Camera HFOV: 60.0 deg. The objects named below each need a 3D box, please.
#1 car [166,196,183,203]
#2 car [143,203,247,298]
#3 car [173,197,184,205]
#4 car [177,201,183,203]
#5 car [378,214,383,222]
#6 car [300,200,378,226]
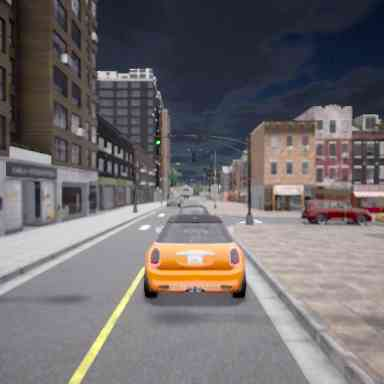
[{"bbox_3d":[-2.821,1.474,52.050,2.097,1.767,4.553,0,0,0],"label":"car"},{"bbox_3d":[0.070,1.323,8.589,2.097,1.767,4.553,0,0,0],"label":"car"},{"bbox_3d":[-2.744,1.840,68.364,2.033,1.411,5.357,0,-1,0],"label":"car"},{"bbox_3d":[0.148,1.472,18.355,1.837,1.490,4.892,0,0,4],"label":"car"},{"bbox_3d":[16.528,1.879,25.195,4.829,1.417,1.752,1,-1,0],"label":"car"},{"bbox_3d":[10.817,1.563,25.209,5.009,1.841,2.192,1,-1,0],"label":"car"}]
